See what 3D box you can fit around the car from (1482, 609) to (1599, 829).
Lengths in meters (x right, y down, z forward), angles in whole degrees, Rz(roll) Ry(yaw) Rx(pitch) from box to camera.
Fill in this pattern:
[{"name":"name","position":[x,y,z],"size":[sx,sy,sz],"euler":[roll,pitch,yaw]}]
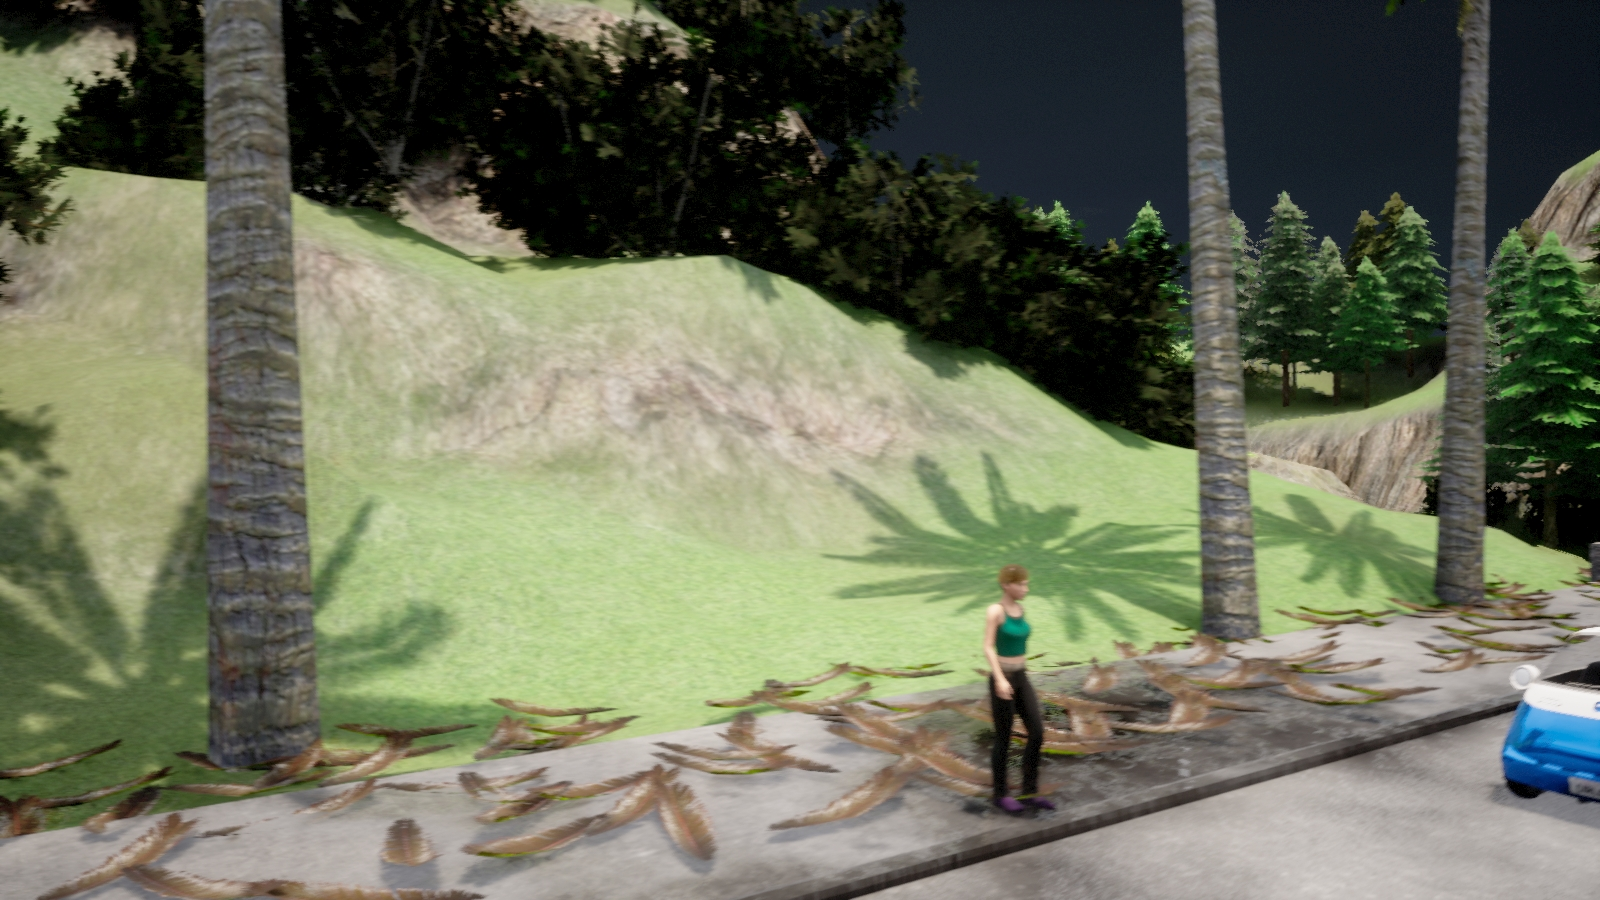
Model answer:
[{"name":"car","position":[6.768,2.119,9.136],"size":[2.207,1.376,1.481],"euler":[1,0,-35]}]

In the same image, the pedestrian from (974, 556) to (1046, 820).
[{"name":"pedestrian","position":[1.565,1.743,8.523],"size":[0.375,1.860,0.375],"euler":[0,0,-41]}]
